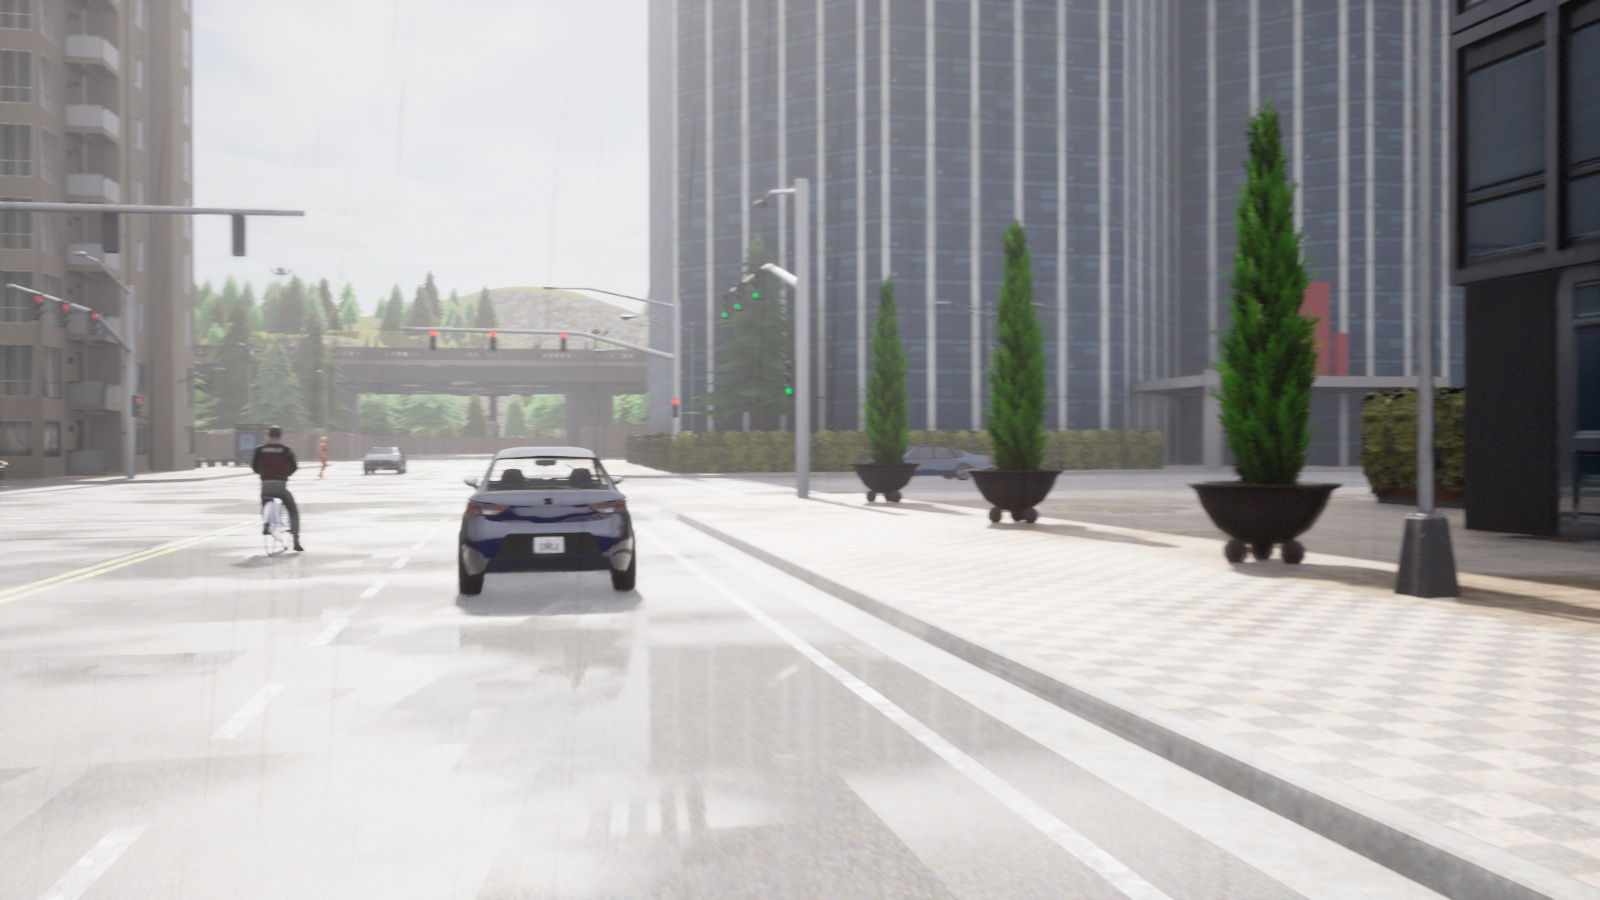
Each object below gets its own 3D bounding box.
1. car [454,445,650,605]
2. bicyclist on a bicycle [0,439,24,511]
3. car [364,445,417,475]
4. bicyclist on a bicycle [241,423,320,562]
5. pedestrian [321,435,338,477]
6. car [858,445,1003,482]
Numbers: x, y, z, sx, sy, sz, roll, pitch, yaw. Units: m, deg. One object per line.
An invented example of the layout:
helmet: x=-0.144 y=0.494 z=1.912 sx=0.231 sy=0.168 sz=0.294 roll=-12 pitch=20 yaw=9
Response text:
car: x=-2.773 y=0.688 z=13.930 sx=1.816 sy=1.474 sz=4.193 roll=0 pitch=0 yaw=-12
bicyclist on a bicycle: x=-18.501 y=0.562 z=28.828 sx=0.866 sy=1.612 sz=1.509 roll=-3 pitch=2 yaw=-41
car: x=-20.783 y=0.482 z=63.922 sx=2.033 sy=1.411 sz=5.357 roll=0 pitch=0 yaw=-12
bicyclist on a bicycle: x=-7.043 y=0.537 z=17.099 sx=0.659 sy=1.776 sz=1.843 roll=0 pitch=1 yaw=-12
pedestrian: x=-20.216 y=0.258 z=53.936 sx=0.594 sy=1.836 sz=0.345 roll=0 pitch=0 yaw=-2
car: x=5.148 y=0.505 z=49.755 sx=5.357 sy=1.411 sz=2.033 roll=0 pitch=0 yaw=-13
